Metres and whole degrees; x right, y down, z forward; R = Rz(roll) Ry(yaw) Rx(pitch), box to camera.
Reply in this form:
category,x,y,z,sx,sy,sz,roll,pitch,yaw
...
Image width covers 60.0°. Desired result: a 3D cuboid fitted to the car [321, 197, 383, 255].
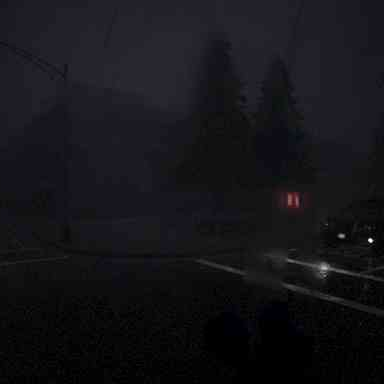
category,x,y,z,sx,sy,sz,roll,pitch,yaw
car,7.665,1.248,13.763,5.566,2.045,2.150,0,0,-37
